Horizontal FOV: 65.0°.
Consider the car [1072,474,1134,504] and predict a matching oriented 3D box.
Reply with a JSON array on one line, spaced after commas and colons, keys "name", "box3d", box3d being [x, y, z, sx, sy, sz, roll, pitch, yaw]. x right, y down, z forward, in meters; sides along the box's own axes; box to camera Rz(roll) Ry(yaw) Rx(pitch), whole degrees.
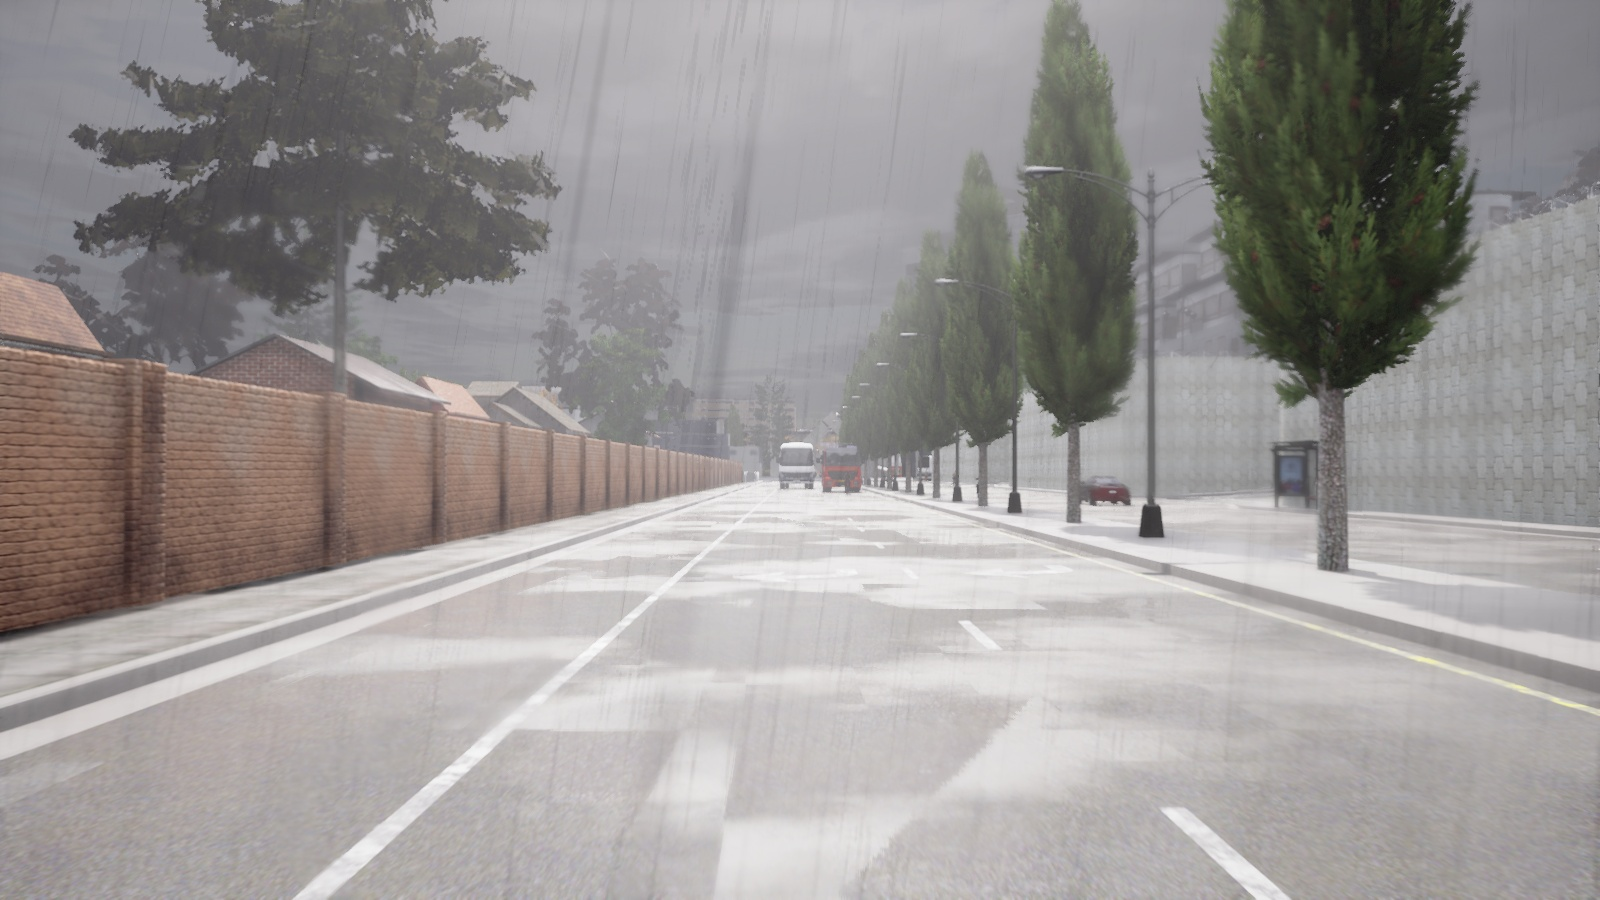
[{"name": "car", "box3d": [14.850, 1.897, 61.758, 1.994, 1.385, 4.181, 0, -1, 0]}]
